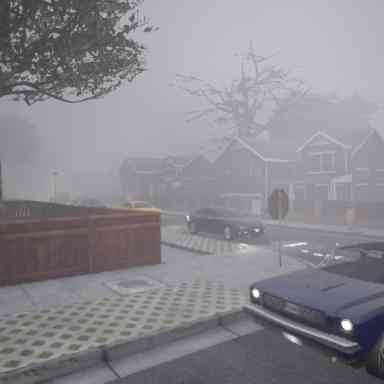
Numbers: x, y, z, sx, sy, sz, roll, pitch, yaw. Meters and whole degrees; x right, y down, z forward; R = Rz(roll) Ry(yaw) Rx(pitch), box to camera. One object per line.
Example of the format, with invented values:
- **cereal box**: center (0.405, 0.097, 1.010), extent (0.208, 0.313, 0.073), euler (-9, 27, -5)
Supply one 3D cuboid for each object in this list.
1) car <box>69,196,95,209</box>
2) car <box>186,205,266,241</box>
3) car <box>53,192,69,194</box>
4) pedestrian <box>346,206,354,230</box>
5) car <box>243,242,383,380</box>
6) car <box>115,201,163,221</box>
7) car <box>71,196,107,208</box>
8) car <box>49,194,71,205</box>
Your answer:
- **car**: center (-14.701, 1.311, 44.124), extent (1.882, 1.535, 5.008), euler (-1, 1, -35)
- **car**: center (1.551, 1.471, 16.842), extent (1.837, 1.490, 4.892), euler (-1, 1, -34)
- **car**: center (-20.936, 1.038, 52.578), extent (2.150, 2.045, 5.566), euler (-1, 1, -36)
- **pedestrian**: center (8.365, 1.341, 17.558), extent (0.375, 1.300, 0.375), euler (0, 0, -36)
- **car**: center (3.132, 1.600, 5.578), extent (4.718, 1.301, 1.895), euler (0, 0, -34)
- **car**: center (-3.983, 1.405, 24.547), extent (1.882, 1.535, 5.008), euler (-1, 1, -36)
- **car**: center (-9.951, 1.398, 32.729), extent (1.837, 1.490, 4.892), euler (-1, 1, -36)
- **car**: center (-15.982, 1.358, 41.041), extent (2.128, 1.511, 4.902), euler (-1, 1, -36)
